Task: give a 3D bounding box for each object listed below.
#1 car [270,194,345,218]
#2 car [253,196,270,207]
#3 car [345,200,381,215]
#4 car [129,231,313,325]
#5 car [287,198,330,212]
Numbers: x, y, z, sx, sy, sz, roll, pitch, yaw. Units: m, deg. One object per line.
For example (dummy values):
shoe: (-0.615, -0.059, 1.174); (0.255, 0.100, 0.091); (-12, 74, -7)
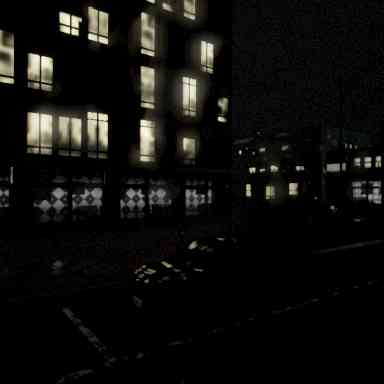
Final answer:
car: (9.344, 1.127, 27.288); (2.192, 1.841, 5.009); (1, 0, -36)
car: (9.531, 1.166, 41.189); (1.967, 1.590, 4.097); (1, 0, -36)
car: (16.094, 1.408, 32.247); (1.887, 1.381, 4.507); (1, 0, -36)
car: (0.814, 1.571, 7.133); (4.313, 1.339, 1.947); (0, 0, -35)
car: (12.811, 1.376, 36.716); (1.802, 1.307, 4.206); (1, 0, -36)
